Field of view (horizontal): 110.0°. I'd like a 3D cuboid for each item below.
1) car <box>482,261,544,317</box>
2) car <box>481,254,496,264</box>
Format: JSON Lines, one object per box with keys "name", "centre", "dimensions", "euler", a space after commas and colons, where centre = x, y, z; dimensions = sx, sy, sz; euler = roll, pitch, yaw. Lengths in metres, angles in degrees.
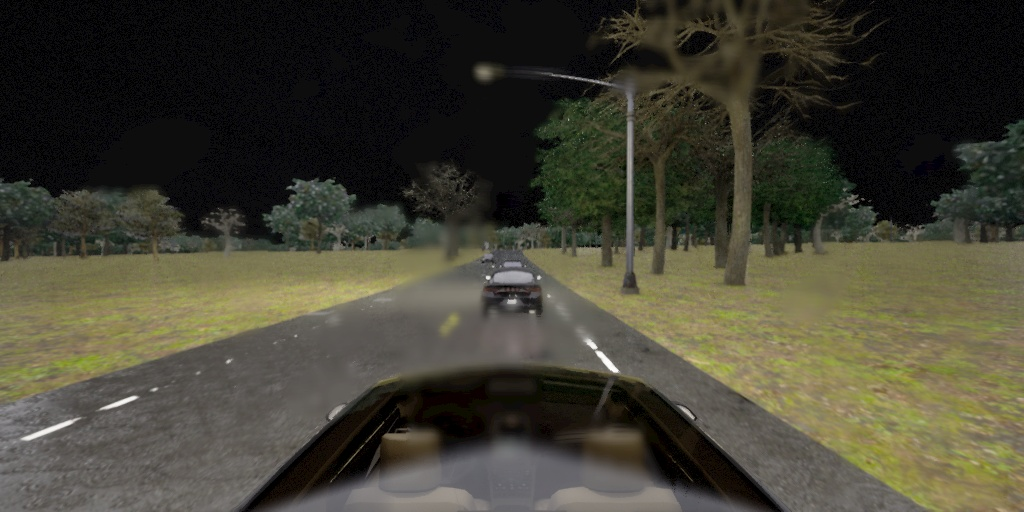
{"name": "car", "centre": [0.058, 1.130, 12.660], "dimensions": [1.882, 1.535, 5.008], "euler": [0, 1, 1]}
{"name": "car", "centre": [-3.539, 0.388, 54.299], "dimensions": [1.837, 1.490, 4.892], "euler": [0, 1, 0]}
